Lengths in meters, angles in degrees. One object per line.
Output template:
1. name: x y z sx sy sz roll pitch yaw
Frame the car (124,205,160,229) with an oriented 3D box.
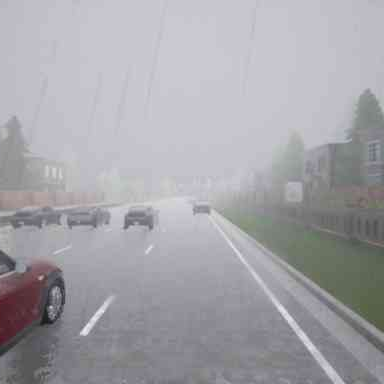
1. car: -3.394 1.667 22.714 1.837 1.490 4.892 0 0 0

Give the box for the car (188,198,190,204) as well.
1. car: 0.021 1.908 70.284 1.895 1.301 4.718 0 0 0

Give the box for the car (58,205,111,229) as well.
1. car: -6.894 1.653 22.640 2.128 1.511 4.902 0 0 0

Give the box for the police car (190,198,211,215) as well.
1. police car: 1.060 1.689 37.182 1.930 1.638 5.238 0 0 0

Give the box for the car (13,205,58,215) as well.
1. car: -10.393 1.667 22.720 1.837 1.490 4.892 0 0 0

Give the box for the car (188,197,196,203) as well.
1. car: 0.023 2.119 84.927 2.033 1.411 5.357 0 0 0

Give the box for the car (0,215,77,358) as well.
1. car: -3.399 1.384 4.355 2.097 1.767 4.553 0 0 0
